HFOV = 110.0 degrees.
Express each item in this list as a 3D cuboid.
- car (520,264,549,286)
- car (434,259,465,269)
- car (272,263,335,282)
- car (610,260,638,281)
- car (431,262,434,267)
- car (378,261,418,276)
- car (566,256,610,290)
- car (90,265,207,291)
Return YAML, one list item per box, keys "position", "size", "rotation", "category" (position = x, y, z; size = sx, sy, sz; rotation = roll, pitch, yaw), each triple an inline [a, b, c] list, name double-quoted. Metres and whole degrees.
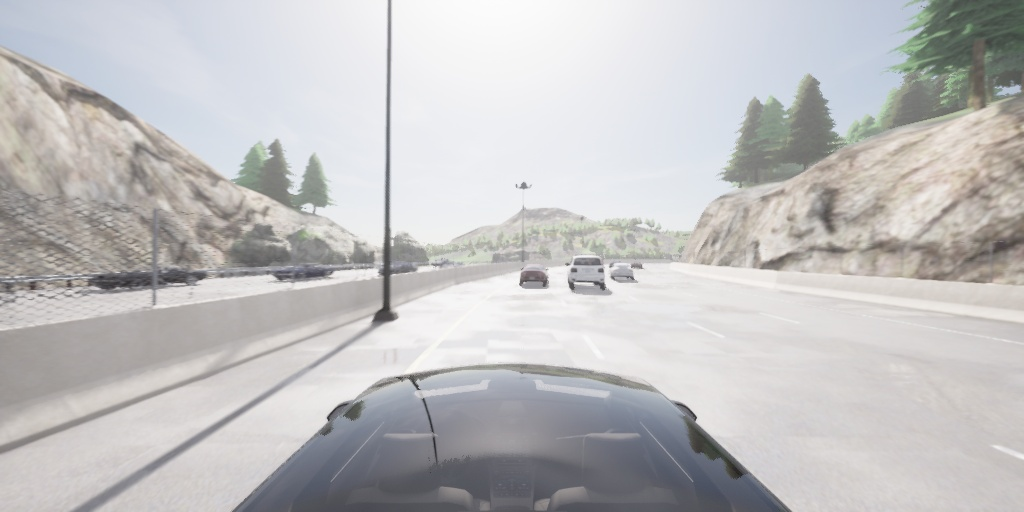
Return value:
- position: [1.628, 1.294, 25.600]
  size: [1.812, 1.442, 4.674]
  rotation: [0, 0, 8]
  category: "car"
- position: [-6.636, 1.255, 40.213]
  size: [1.994, 1.385, 4.181]
  rotation: [1, 0, 12]
  category: "car"
- position: [-15.889, 1.202, 27.605]
  size: [1.895, 1.301, 4.718]
  rotation: [1, 0, 8]
  category: "car"
- position: [9.683, 1.371, 31.885]
  size: [1.812, 1.442, 4.674]
  rotation: [0, 0, 11]
  category: "car"
- position: [-11.870, 1.184, 61.579]
  size: [2.033, 1.411, 5.357]
  rotation: [1, 0, 17]
  category: "car"
- position: [-11.118, 1.195, 35.562]
  size: [2.033, 1.411, 5.357]
  rotation: [1, 0, 10]
  category: "car"
- position: [4.755, 1.018, 23.437]
  size: [2.150, 2.045, 5.566]
  rotation: [0, 0, 8]
  category: "car"
- position: [-20.242, 1.160, 20.282]
  size: [1.895, 1.301, 4.718]
  rotation: [1, 0, 6]
  category: "car"
